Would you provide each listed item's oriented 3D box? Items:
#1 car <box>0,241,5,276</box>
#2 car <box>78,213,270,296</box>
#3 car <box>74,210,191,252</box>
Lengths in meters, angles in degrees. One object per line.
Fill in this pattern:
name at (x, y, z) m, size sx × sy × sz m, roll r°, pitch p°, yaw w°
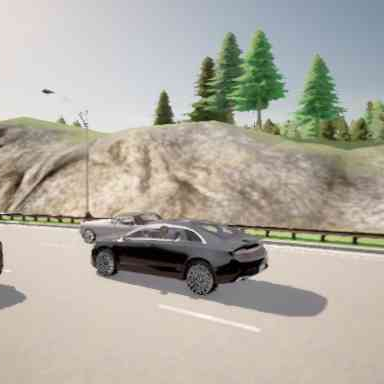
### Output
car at (-6.796, 1.460, 8.307) m, size 5.008 × 1.535 × 1.882 m, roll 0°, pitch 0°, yaw 31°
car at (-0.515, 1.431, 8.507) m, size 4.902 × 1.511 × 2.128 m, roll 0°, pitch 0°, yaw 33°
car at (-2.568, 1.515, 13.983) m, size 4.718 × 1.301 × 1.895 m, roll 0°, pitch 0°, yaw 31°
